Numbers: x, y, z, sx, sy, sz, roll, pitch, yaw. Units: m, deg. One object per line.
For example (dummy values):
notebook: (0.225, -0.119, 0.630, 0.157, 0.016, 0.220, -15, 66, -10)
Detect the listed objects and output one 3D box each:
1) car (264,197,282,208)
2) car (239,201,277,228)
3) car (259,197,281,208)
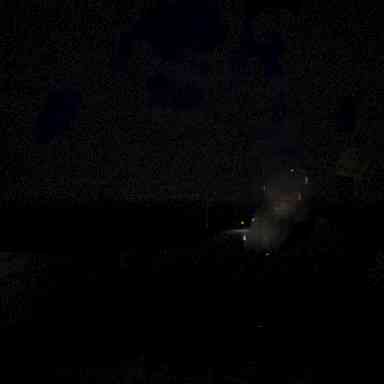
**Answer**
car: (11.087, 1.385, 45.414, 2.033, 1.411, 5.357, -1, 0, 16)
car: (4.251, 1.503, 21.595, 1.994, 1.385, 4.181, -1, 0, 16)
car: (7.010, 1.385, 31.281, 2.128, 1.511, 4.902, -1, 0, 16)
